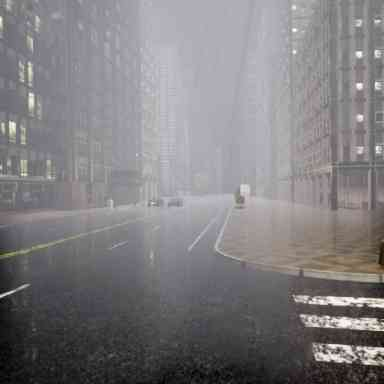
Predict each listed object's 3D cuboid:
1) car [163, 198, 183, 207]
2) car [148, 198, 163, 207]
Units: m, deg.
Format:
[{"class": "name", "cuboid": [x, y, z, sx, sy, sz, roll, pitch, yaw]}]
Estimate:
[{"class": "car", "cuboid": [-2.647, 1.677, 53.956, 2.033, 1.411, 5.357, -1, 0, 8]}, {"class": "car", "cuboid": [-5.867, 1.666, 54.401, 2.128, 1.511, 4.902, -1, 0, 8]}]
